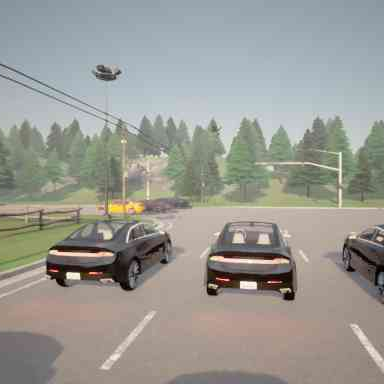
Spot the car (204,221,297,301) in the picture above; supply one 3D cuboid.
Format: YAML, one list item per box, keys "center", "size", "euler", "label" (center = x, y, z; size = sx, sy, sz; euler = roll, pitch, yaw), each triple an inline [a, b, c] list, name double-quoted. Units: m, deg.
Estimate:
- center: [1.511, 1.491, 8.451]
  size: [2.128, 1.511, 4.902]
  euler: [0, 0, 11]
  label: "car"

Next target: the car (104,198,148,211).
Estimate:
- center: [-8.090, 1.476, 40.910]
  size: [5.008, 1.535, 1.882]
  euler: [0, 0, 12]
  label: "car"

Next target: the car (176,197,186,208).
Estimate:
- center: [-3.732, 1.503, 43.593]
  size: [4.892, 1.490, 1.837]
  euler: [0, 0, 12]
  label: "car"

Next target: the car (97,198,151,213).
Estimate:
- center: [-7.117, 1.476, 33.567]
  size: [5.008, 1.535, 1.882]
  euler: [0, 0, 12]
  label: "car"

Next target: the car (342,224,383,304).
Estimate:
- center: [4.948, 1.491, 7.789]
  size: [2.128, 1.511, 4.902]
  euler: [0, 0, 11]
  label: "car"

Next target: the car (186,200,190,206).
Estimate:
- center: [-2.775, 1.503, 46.971]
  size: [4.892, 1.490, 1.837]
  euler: [0, 0, 12]
  label: "car"

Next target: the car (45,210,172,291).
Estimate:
- center: [-1.924, 1.491, 9.129]
  size: [2.128, 1.511, 4.902]
  euler: [0, 0, 12]
  label: "car"

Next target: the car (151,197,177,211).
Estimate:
- center: [-4.779, 1.546, 36.662]
  size: [5.357, 1.411, 2.033]
  euler: [0, 0, 12]
  label: "car"
